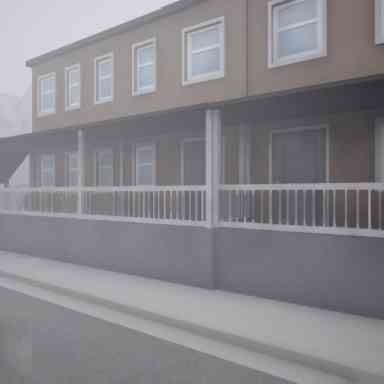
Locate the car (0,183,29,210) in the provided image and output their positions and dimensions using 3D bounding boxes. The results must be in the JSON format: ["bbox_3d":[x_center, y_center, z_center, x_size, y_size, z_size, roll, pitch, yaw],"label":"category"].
[{"bbox_3d":[-15.188,0.727,27.240,2.150,2.045,5.566,0,14,34],"label":"car"}]
